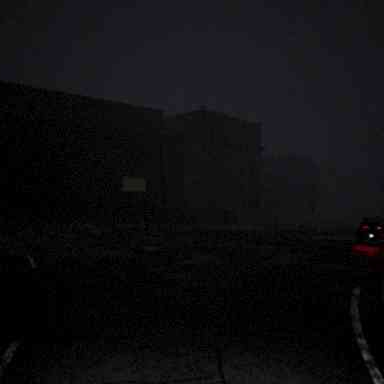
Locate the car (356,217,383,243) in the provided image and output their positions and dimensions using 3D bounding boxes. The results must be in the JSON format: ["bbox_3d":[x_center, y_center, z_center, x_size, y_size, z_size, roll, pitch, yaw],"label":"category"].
[{"bbox_3d":[11.084,2.244,19.472,1.837,1.490,4.892,0,-4,41],"label":"car"}]
